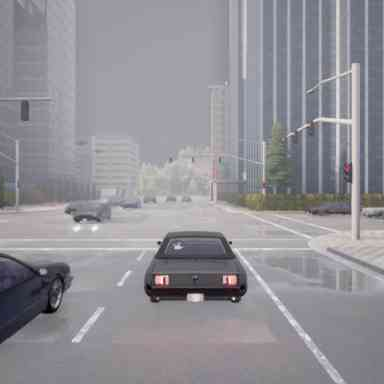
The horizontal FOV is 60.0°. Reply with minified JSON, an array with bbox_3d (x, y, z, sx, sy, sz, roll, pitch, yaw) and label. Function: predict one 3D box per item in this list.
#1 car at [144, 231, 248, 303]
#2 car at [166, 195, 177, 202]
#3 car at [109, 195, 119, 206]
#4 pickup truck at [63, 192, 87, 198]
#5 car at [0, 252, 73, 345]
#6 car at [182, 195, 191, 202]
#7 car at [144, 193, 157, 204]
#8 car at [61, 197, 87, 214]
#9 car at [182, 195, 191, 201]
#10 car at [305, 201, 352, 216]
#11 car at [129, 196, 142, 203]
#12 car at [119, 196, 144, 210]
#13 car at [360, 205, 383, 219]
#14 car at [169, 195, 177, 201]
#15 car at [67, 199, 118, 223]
[{"bbox_3d":[0.066,1.599,8.164,1.895,1.301,4.718,0,0,0],"label":"car"},{"bbox_3d":[-4.721,1.484,74.548,1.837,1.490,4.892,0,0,-1],"label":"car"},{"bbox_3d":[-11.449,1.340,50.455,2.097,1.767,4.553,0,0,-1],"label":"car"},{"bbox_3d":[-24.771,1.044,69.220,2.390,2.098,6.274,0,0,30],"label":"pickup truck"},{"bbox_3d":[-3.436,1.546,4.568,2.033,1.411,5.357,0,0,0],"label":"car"},{"bbox_3d":[-1.231,1.537,75.009,1.994,1.385,4.181,0,0,-1],"label":"car"},{"bbox_3d":[-8.119,1.210,64.713,2.150,2.045,5.566,0,0,0],"label":"car"},{"bbox_3d":[-11.134,1.540,33.664,2.033,1.411,5.357,0,0,-1],"label":"car"},{"bbox_3d":[-1.389,1.522,84.784,2.033,1.411,5.357,0,0,-1],"label":"car"},{"bbox_3d":[13.582,1.541,31.573,5.357,1.411,2.033,0,0,-3],"label":"car"},{"bbox_3d":[-11.637,1.549,68.398,1.994,1.385,4.181,0,0,-1],"label":"car"},{"bbox_3d":[-7.844,1.468,43.537,1.882,1.535,5.008,0,0,-1],"label":"car"},{"bbox_3d":[16.937,1.595,28.066,4.718,1.301,1.895,0,0,0],"label":"car"},{"bbox_3d":[-4.888,1.506,84.716,1.812,1.442,4.674,0,0,-1],"label":"car"},{"bbox_3d":[-7.435,1.542,25.523,2.033,1.411,5.357,0,0,-1],"label":"car"}]
